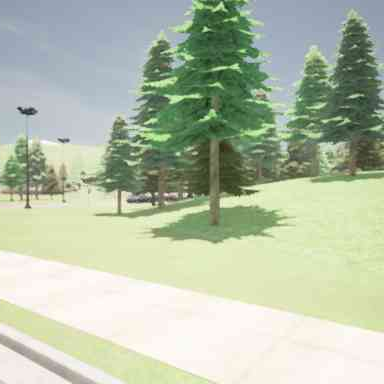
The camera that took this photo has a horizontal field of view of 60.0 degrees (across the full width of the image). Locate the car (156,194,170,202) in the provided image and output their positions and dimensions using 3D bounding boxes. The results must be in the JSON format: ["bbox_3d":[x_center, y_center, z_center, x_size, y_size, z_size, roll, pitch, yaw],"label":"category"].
[{"bbox_3d":[-4.746,1.323,71.733,1.882,1.535,5.008,0,0,36],"label":"car"}]

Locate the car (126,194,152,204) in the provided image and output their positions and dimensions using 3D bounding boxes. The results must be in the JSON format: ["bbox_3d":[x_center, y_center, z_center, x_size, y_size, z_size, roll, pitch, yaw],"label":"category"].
[{"bbox_3d":[-9.339,1.467,59.510,1.895,1.301,4.718,0,0,37],"label":"car"}]

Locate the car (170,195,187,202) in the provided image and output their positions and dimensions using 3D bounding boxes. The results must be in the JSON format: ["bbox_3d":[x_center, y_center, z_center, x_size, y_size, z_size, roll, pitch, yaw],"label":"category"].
[{"bbox_3d":[-1.907,1.451,69.687,1.895,1.301,4.718,0,0,36],"label":"car"}]

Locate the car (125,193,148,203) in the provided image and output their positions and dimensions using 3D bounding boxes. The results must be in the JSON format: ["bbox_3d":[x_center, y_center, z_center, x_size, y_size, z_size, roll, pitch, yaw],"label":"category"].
[{"bbox_3d":[-11.337,1.199,68.585,2.097,1.767,4.553,0,0,37],"label":"car"}]
